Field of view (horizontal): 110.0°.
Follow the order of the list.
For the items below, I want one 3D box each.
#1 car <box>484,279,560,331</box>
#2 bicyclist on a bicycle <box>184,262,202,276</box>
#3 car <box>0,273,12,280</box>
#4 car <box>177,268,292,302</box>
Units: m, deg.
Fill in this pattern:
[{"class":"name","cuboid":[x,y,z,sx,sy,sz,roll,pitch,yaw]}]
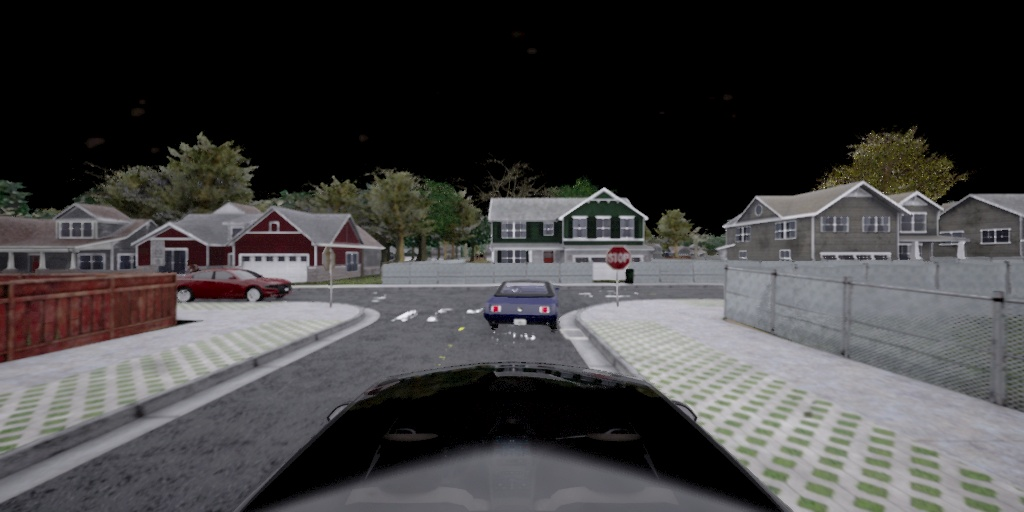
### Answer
[{"class":"car","cuboid":[0.514,1.344,11.067,1.895,1.301,4.718,0,0,8]},{"class":"bicyclist on a bicycle","cuboid":[-20.026,1.182,22.560,0.582,1.620,1.656,0,0,0]},{"class":"car","cuboid":[-24.514,1.489,16.743,4.181,1.385,1.994,0,0,0]},{"class":"car","cuboid":[-12.935,1.309,16.643,5.008,1.535,1.882,0,0,0]}]
